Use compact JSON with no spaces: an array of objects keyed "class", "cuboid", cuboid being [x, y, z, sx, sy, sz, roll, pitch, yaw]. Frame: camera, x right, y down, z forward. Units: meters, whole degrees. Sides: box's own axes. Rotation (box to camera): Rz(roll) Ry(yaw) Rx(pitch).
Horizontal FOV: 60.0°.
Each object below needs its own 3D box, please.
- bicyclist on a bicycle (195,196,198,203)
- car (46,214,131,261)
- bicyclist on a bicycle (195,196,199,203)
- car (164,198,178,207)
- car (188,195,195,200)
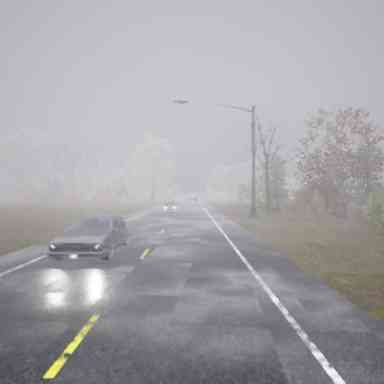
[{"class":"bicyclist on a bicycle","cuboid":[0.967,1.611,74.747,0.582,1.620,1.656,0,-1,0]},{"class":"car","cuboid":[-3.599,1.584,12.764,2.033,1.411,5.357,0,0,0]},{"class":"bicyclist on a bicycle","cuboid":[0.965,1.582,65.775,0.866,1.612,1.509,0,-1,0]},{"class":"car","cuboid":[-3.548,1.654,55.173,1.812,1.442,4.674,0,0,0]},{"class":"car","cuboid":[0.005,1.575,93.026,1.812,1.442,4.674,0,0,0]}]
